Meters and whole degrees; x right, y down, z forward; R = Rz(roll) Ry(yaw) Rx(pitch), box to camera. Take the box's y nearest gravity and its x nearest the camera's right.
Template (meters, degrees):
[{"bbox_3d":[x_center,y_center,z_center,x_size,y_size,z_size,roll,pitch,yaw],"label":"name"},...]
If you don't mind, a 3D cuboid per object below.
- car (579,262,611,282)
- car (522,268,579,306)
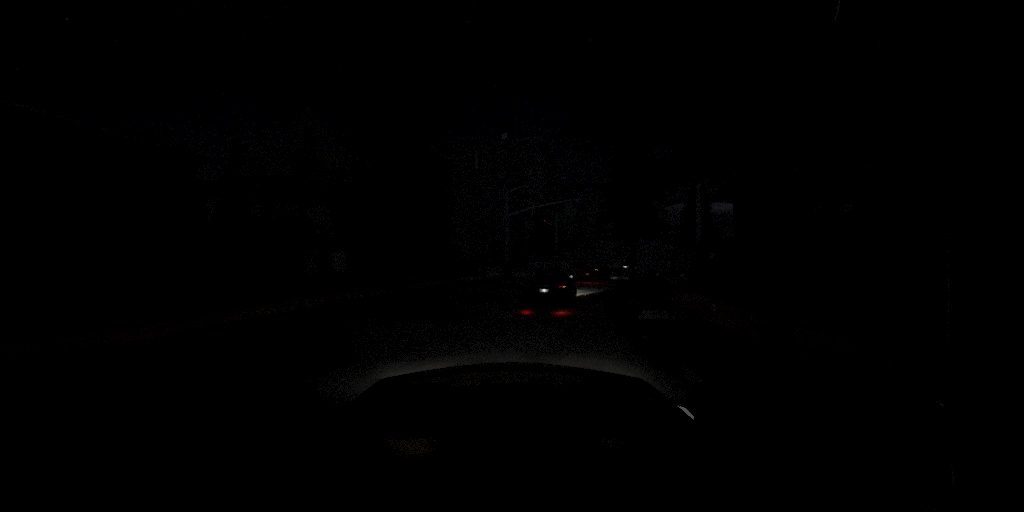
[{"bbox_3d":[6.828,1.234,29.634,1.882,1.535,5.008,0,0,25],"label":"car"},{"bbox_3d":[1.733,1.321,15.944,1.994,1.385,4.181,0,0,14],"label":"car"}]
